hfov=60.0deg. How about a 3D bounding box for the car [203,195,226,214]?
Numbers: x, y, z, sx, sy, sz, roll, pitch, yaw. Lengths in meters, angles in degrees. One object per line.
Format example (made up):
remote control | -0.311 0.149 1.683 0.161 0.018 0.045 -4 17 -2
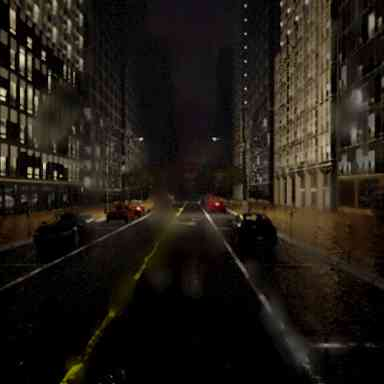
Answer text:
car | 2.743 1.459 38.097 2.192 1.841 5.009 -1 0 0

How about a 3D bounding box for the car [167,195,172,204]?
car | -5.589 1.802 66.528 2.008 1.369 4.403 -1 0 0

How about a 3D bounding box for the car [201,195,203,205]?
car | 2.752 1.480 43.781 2.192 1.841 5.009 -1 0 0

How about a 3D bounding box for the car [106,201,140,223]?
car | -5.653 1.686 26.742 1.802 1.307 4.206 -1 0 0

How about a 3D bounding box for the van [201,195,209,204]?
van | 2.799 1.610 72.198 1.690 1.788 3.998 -1 0 0

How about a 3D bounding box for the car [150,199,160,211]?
car | -5.626 1.692 43.624 1.752 1.417 4.829 -1 0 0

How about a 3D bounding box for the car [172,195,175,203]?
car | -5.571 1.732 77.896 1.967 1.590 4.097 -1 0 0

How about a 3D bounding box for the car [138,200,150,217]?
car | -5.645 1.565 32.426 1.967 1.590 4.097 -1 0 0

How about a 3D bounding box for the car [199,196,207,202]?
car | 2.829 1.880 89.249 2.008 1.369 4.403 -1 0 0

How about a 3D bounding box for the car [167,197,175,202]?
car | -5.552 1.914 89.262 1.802 1.307 4.206 -1 0 0

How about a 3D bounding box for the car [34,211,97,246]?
car | -5.672 1.611 15.375 2.008 1.369 4.403 -1 0 0

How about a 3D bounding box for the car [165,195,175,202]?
car | -5.563 1.627 83.580 2.192 1.841 5.009 -1 0 0

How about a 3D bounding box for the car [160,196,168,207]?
car | -5.607 1.776 55.161 1.947 1.339 4.313 -1 0 0

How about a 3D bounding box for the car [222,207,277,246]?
car | 2.709 1.609 15.362 2.008 1.369 4.403 -1 0 0

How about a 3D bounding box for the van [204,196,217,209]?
van | 2.762 1.528 49.464 1.690 1.788 3.998 -1 0 0
